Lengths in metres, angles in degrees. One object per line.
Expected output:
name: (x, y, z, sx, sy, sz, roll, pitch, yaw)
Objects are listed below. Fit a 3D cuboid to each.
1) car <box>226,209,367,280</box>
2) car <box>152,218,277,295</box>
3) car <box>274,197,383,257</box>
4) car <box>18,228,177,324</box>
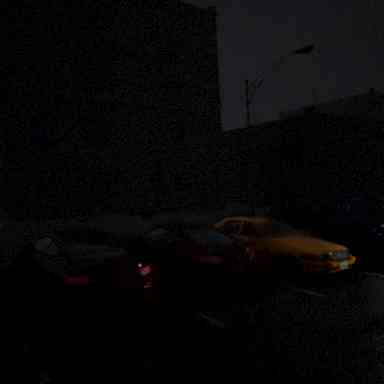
car: (2.166, 1.458, 10.320, 1.946, 1.575, 5.366, 0, 0, -35)
car: (-0.315, 1.509, 8.776, 2.002, 1.452, 4.674, 0, 0, -35)
car: (4.211, 1.203, 12.041, 2.435, 2.045, 5.566, 0, 0, -35)
car: (-2.486, 1.516, 7.227, 2.002, 1.452, 4.674, 0, 0, -35)
